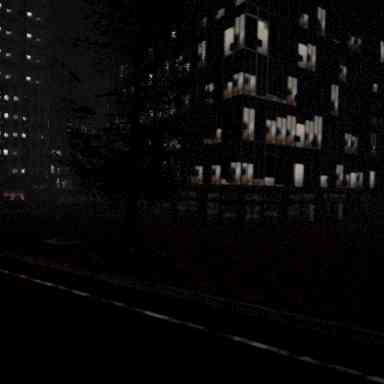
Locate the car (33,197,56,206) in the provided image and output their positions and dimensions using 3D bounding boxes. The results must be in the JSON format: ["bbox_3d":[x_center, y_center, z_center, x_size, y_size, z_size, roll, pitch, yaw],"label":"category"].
[{"bbox_3d":[-25.011,1.533,55.540,4.403,1.369,2.008,1,1,-34],"label":"car"}]

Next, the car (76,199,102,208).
[{"bbox_3d":[-15.885,1.809,52.240,4.507,1.381,1.887,1,1,-34],"label":"car"}]

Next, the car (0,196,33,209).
[{"bbox_3d":[-25.234,1.476,45.831,5.009,1.841,2.192,1,1,-34],"label":"car"}]

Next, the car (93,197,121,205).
[{"bbox_3d":[-15.795,1.610,61.847,4.829,1.417,1.752,1,1,-34],"label":"car"}]
